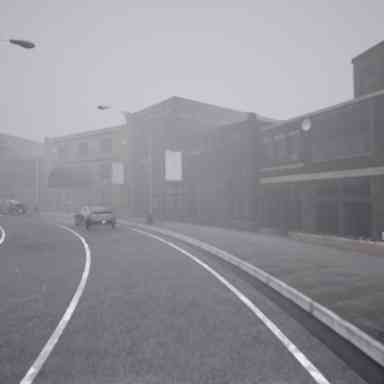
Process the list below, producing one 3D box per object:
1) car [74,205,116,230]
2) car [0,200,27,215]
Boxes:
[{"bbox_3d":[-6.448,1.584,21.859,2.128,1.511,4.902,0,0,-30],"label":"car"},{"bbox_3d":[-19.720,1.647,35.880,4.892,1.490,1.837,0,-1,35],"label":"car"}]
